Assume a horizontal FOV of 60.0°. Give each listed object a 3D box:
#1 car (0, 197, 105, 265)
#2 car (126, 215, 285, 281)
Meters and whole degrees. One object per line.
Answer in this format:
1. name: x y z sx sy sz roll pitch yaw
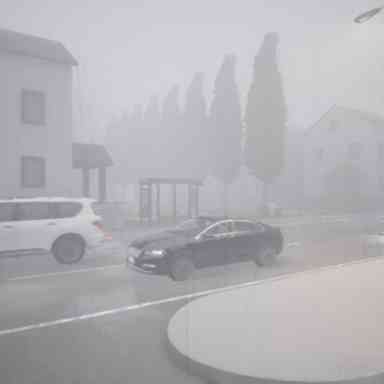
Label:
1. car: -5.533 1.177 10.213 5.566 2.045 2.150 0 0 -29
2. car: 0.544 1.458 9.734 4.902 1.511 2.128 0 0 -32
